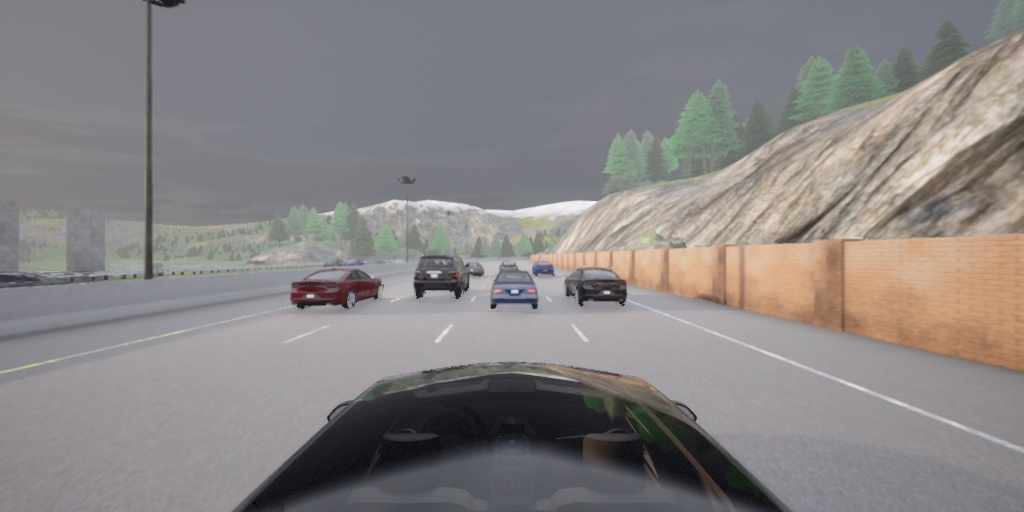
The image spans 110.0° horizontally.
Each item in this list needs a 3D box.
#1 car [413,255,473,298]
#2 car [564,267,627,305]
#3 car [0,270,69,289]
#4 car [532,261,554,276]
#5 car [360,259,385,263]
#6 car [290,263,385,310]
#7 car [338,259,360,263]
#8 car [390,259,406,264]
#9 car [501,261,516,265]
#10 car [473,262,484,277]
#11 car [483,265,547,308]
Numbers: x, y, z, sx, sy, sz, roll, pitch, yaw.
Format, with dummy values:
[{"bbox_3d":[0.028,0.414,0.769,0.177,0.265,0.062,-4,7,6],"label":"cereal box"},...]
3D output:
[{"bbox_3d":[-3.485,0.973,18.576,2.150,2.045,5.566,0,0,-1],"label":"car"},{"bbox_3d":[3.546,1.229,15.962,1.882,1.535,5.008,0,0,-1],"label":"car"},{"bbox_3d":[-17.614,1.243,11.519,2.128,1.511,4.902,0,0,0],"label":"car"},{"bbox_3d":[3.123,1.230,36.757,1.882,1.535,5.008,0,0,-1],"label":"car"},{"bbox_3d":[-22.034,1.245,57.939,2.128,1.511,4.902,0,0,-1],"label":"car"},{"bbox_3d":[-6.940,1.229,14.775,1.882,1.535,5.008,0,0,-1],"label":"car"},{"bbox_3d":[-25.528,1.231,57.830,1.882,1.535,5.008,0,0,-1],"label":"car"},{"bbox_3d":[-18.554,1.279,58.865,1.812,1.442,4.674,0,0,-1],"label":"car"},{"bbox_3d":[-0.341,1.244,35.166,2.128,1.511,4.902,0,0,-1],"label":"car"},{"bbox_3d":[-3.860,1.316,35.883,1.994,1.385,4.181,0,0,-1],"label":"car"},{"bbox_3d":[0.065,1.298,15.076,2.033,1.411,5.357,0,0,-1],"label":"car"}]
